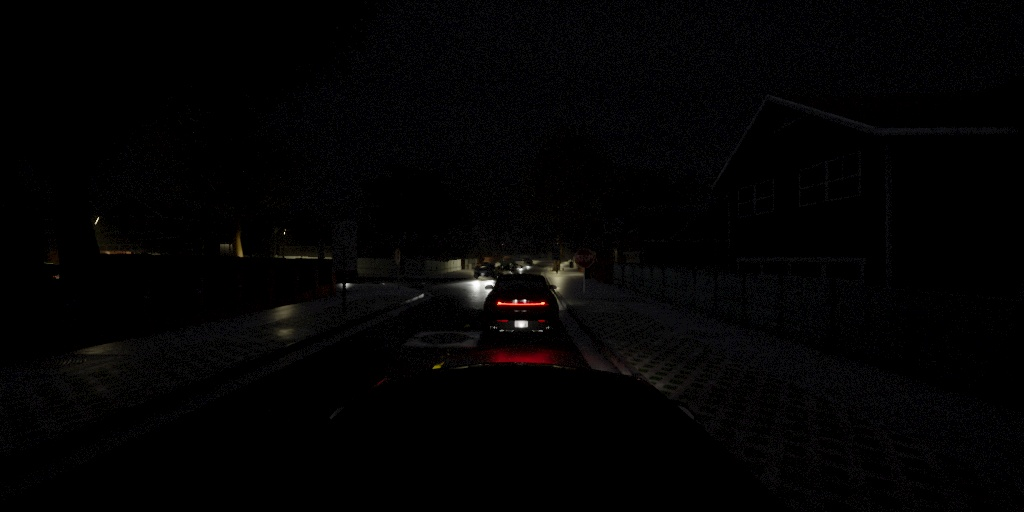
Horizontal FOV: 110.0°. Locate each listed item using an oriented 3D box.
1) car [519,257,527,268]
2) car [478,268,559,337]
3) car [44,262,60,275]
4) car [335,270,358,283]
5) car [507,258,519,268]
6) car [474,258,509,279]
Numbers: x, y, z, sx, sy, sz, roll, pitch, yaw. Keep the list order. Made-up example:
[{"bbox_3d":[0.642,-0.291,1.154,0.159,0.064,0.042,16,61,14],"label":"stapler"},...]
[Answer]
[{"bbox_3d":[0.771,1.098,55.276,1.812,1.442,4.674,0,0,8],"label":"car"},{"bbox_3d":[0.257,1.255,10.339,1.837,1.490,4.892,0,0,1],"label":"car"},{"bbox_3d":[-33.751,0.696,24.580,4.718,1.301,1.895,1,0,3],"label":"car"},{"bbox_3d":[-12.639,0.989,23.394,5.008,1.535,1.882,1,0,3],"label":"car"},{"bbox_3d":[-0.690,1.018,42.824,2.097,1.767,4.553,0,0,6],"label":"car"},{"bbox_3d":[-1.989,1.220,31.652,2.128,1.511,4.902,0,0,10],"label":"car"}]
